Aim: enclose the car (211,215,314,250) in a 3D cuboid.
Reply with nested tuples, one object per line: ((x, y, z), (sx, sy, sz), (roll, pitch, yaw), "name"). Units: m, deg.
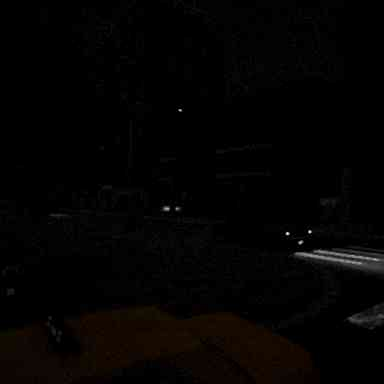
((3.011, 1.731, 14.990), (1.895, 1.301, 4.718), (2, -2, -36), "car")

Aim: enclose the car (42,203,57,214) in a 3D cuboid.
((-20.858, 2.427, 47.698), (1.837, 1.490, 4.892), (2, -2, -36), "car")

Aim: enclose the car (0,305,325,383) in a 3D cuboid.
((-1.096, 1.526, 2.038), (4.829, 1.417, 1.752), (0, 1, -36), "car")
